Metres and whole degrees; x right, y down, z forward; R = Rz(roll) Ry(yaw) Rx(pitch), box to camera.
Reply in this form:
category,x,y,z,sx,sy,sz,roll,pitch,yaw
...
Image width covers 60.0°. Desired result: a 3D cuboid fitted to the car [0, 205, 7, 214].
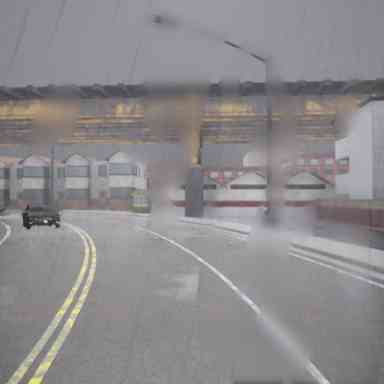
category,x,y,z,sx,sy,sz,roll,pitch,yaw
car,-24.580,1.917,39.846,5.357,1.411,2.033,-1,-2,28

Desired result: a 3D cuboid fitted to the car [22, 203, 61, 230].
category,x,y,z,sx,sy,sz,roll,pitch,yaw
car,-9.587,1.456,21.033,1.837,1.490,4.892,1,-1,-31
